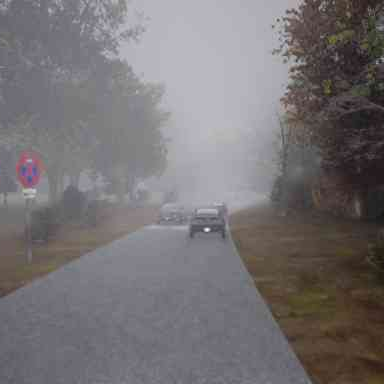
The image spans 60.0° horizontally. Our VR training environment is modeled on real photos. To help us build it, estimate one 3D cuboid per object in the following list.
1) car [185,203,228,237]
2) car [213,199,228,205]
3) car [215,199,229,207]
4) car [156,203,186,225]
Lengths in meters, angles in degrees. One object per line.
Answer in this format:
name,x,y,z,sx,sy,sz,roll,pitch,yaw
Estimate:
car,0.898,1.564,18.323,1.837,1.490,4.892,0,0,4
car,2.918,1.811,36.431,1.812,1.442,4.674,0,-1,8
car,5.985,2.139,65.448,1.837,1.490,4.892,1,1,15
car,-1.447,1.611,25.227,1.837,1.490,4.892,0,-1,6
